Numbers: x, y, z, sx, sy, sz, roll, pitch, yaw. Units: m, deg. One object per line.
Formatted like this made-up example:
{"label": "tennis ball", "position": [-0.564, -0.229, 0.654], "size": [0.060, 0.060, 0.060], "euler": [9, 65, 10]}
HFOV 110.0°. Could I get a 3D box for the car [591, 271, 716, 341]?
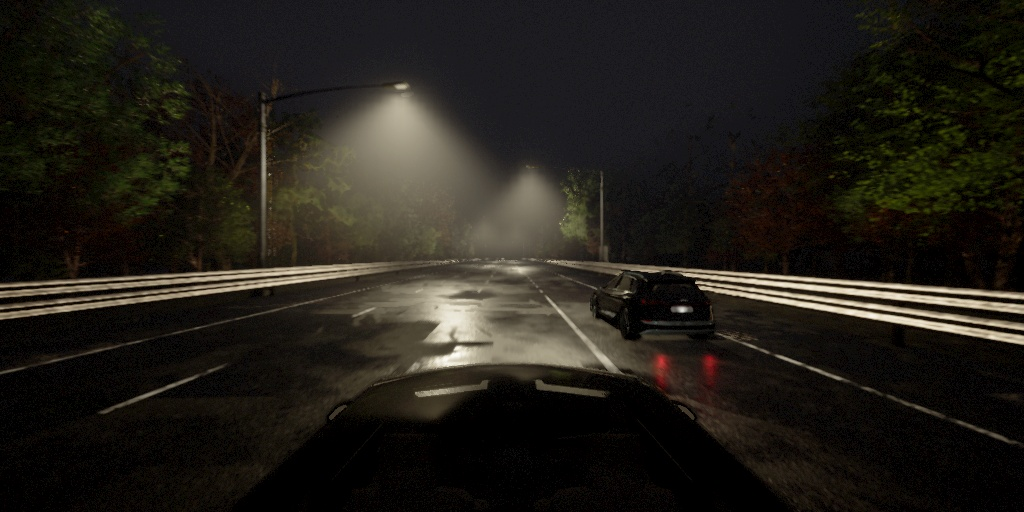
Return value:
{"label": "car", "position": [3.596, 1.216, 9.911], "size": [2.033, 1.649, 4.856], "euler": [0, 0, -1]}
